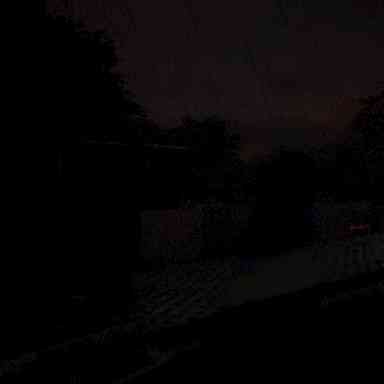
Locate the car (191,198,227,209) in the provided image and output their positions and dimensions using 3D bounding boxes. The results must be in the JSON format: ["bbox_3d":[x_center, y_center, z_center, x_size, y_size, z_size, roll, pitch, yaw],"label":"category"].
[{"bbox_3d":[2.004,1.452,38.909,4.553,1.767,2.097,0,3,42],"label":"car"}]
